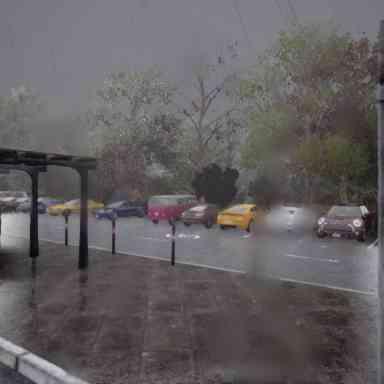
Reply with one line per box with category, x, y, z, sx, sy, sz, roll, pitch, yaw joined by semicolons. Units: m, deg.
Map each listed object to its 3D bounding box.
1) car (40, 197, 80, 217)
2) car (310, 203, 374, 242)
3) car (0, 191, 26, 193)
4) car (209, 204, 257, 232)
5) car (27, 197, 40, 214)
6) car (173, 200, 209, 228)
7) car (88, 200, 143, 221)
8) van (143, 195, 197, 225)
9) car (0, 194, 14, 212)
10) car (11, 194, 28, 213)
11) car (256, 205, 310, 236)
car;-10.304;1.322;29.749;1.946;1.575;5.366;1;0;35
car;7.943;1.402;17.092;2.185;1.767;4.553;1;0;35
car;-21.536;0.948;37.896;2.435;2.045;5.566;1;0;35
car;3.391;1.475;20.271;2.097;1.535;5.008;1;0;35
car;-12.444;1.329;31.528;2.163;1.488;4.792;1;0;35
car;1.126;1.490;21.878;2.002;1.452;4.674;1;0;35
car;-5.683;1.404;26.668;2.163;1.488;4.792;1;0;35
van;-1.068;1.199;23.578;1.878;1.987;4.442;1;0;35
car;-16.988;1.250;34.717;2.097;1.535;5.008;1;0;35
car;-14.722;1.276;33.113;2.231;1.521;4.892;1;0;35
car;5.657;1.541;18.669;2.002;1.452;4.674;1;0;35
